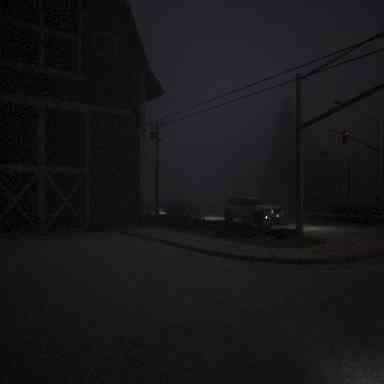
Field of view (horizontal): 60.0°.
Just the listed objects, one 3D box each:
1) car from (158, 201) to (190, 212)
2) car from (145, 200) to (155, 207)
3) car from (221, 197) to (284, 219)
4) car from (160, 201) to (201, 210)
[{"bbox_3d":[-2.397,1.878,43.292,1.895,1.301,4.718,0,0,-34],"label":"car"},{"bbox_3d":[-6.361,1.782,42.546,1.837,1.490,4.892,0,0,-34],"label":"car"},{"bbox_3d":[4.665,1.398,26.457,2.150,2.045,5.566,0,0,-34],"label":"car"},{"bbox_3d":[-0.975,1.705,34.684,1.882,1.535,5.008,0,0,-35],"label":"car"}]
